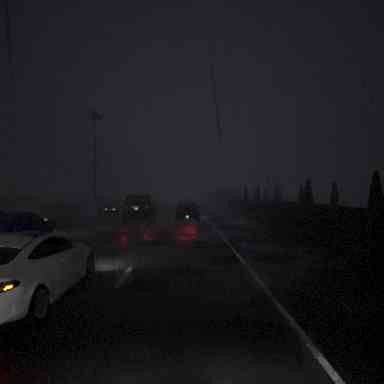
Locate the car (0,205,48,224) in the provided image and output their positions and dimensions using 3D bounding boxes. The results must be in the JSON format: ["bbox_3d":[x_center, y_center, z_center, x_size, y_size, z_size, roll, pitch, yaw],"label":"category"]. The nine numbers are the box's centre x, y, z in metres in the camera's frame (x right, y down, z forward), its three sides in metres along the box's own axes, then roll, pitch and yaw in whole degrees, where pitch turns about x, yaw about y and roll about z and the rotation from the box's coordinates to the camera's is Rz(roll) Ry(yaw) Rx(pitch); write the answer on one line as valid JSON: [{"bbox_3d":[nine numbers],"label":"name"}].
[{"bbox_3d":[-7.062,1.482,13.281,1.882,1.535,5.008,0,0,-1],"label":"car"}]

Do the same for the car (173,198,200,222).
[{"bbox_3d":[-0.400,1.515,26.277,1.837,1.490,4.892,0,0,-2],"label":"car"}]

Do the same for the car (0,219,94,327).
[{"bbox_3d":[-3.452,1.528,6.877,1.812,1.442,4.674,0,0,-1],"label":"car"}]

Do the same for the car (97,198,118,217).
[{"bbox_3d":[-7.552,1.558,31.562,2.033,1.411,5.357,0,0,-2],"label":"car"}]

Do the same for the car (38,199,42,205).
[{"bbox_3d":[-22.253,1.495,52.090,1.882,1.535,5.008,0,0,-1],"label":"car"}]

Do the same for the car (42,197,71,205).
[{"bbox_3d":[-18.623,1.493,46.658,1.882,1.535,5.008,0,0,-1],"label":"car"}]

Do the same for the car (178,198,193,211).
[{"bbox_3d":[-0.875,1.540,42.920,1.812,1.442,4.674,0,0,-2],"label":"car"}]

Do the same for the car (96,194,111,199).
[{"bbox_3d":[-15.416,1.028,58.062,2.097,1.767,4.553,0,0,-2],"label":"car"}]

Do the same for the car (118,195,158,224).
[{"bbox_3d":[-3.873,1.230,25.341,2.150,2.045,5.566,0,0,-2],"label":"car"}]
